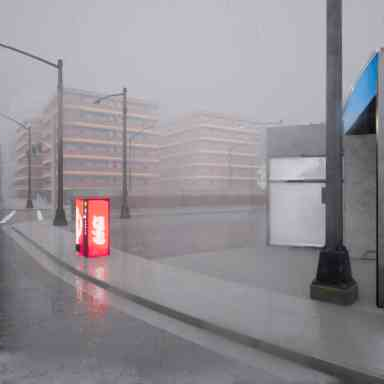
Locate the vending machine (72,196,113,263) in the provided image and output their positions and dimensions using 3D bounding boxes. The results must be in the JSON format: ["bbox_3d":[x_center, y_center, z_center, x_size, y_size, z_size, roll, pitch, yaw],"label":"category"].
[{"bbox_3d":[-3.349,1.195,11.238,1.100,2.100,0.880,0,0,-36],"label":"vending machine"}]
